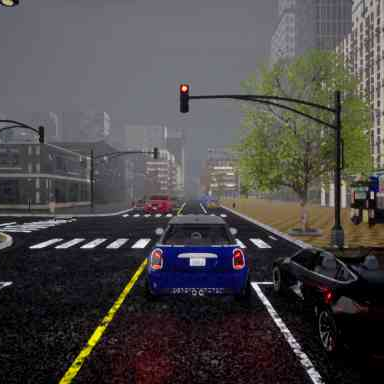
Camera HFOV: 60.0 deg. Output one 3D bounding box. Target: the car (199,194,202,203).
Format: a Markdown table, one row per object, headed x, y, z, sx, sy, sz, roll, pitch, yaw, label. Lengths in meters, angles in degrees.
| x | y | z | sx | sy | sz | roll | pitch | yaw | label |
| --- | --- | --- | --- | --- | --- | --- | --- | --- | --- |
| 2.760 | 1.556 | 60.477 | 2.008 | 1.369 | 4.403 | 0 | 0 | 0 | car |

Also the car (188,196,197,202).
| x | y | z | sx | sy | sz | roll | pitch | yaw | label |
| --- | --- | --- | --- | --- | --- | --- | --- | --- | --- |
| 0.089 | 1.548 | 79.296 | 2.033 | 1.411 | 5.357 | 0 | 0 | 0 | car |

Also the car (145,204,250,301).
| x | y | z | sx | sy | sz | roll | pitch | yaw | label |
| --- | --- | --- | --- | --- | --- | --- | --- | --- | --- |
| 0.110 | 1.353 | 8.462 | 2.097 | 1.767 | 4.553 | 0 | 0 | 0 | car |

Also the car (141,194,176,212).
| x | y | z | sx | sy | sz | roll | pitch | yaw | label |
| --- | --- | --- | --- | --- | --- | --- | --- | --- | --- |
| -3.331 | 1.225 | 34.433 | 2.150 | 2.045 | 5.566 | 0 | 0 | 4 | car |

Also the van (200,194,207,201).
| x | y | z | sx | sy | sz | roll | pitch | yaw | label |
| --- | --- | --- | --- | --- | --- | --- | --- | --- | --- |
| 2.787 | 1.349 | 82.681 | 1.690 | 1.788 | 3.998 | 0 | 0 | 0 | van |

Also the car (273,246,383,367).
| x | y | z | sx | sy | sz | roll | pitch | yaw | label |
| --- | --- | --- | --- | --- | --- | --- | --- | --- | --- |
| 2.700 | 1.566 | 5.795 | 1.947 | 1.339 | 4.313 | 0 | 0 | 0 | car |

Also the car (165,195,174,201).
| x | y | z | sx | sy | sz | roll | pitch | yaw | label |
| --- | --- | --- | --- | --- | --- | --- | --- | --- | --- |
| -5.595 | 1.559 | 82.688 | 2.008 | 1.369 | 4.403 | 0 | 0 | 0 | car |

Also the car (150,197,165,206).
| x | y | z | sx | sy | sz | roll | pitch | yaw | label |
| --- | --- | --- | --- | --- | --- | --- | --- | --- | --- |
| -5.626 | 1.555 | 54.933 | 2.008 | 1.369 | 4.403 | 0 | 0 | 0 | car |

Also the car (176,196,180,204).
| x | y | z | sx | sy | sz | roll | pitch | yaw | label |
| --- | --- | --- | --- | --- | --- | --- | --- | --- | --- |
| -3.041 | 1.529 | 47.114 | 1.812 | 1.442 | 4.674 | 0 | 0 | 0 | car |

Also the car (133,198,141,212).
| x | y | z | sx | sy | sz | roll | pitch | yaw | label |
| --- | --- | --- | --- | --- | --- | --- | --- | --- | --- |
| -5.644 | 1.585 | 38.280 | 1.802 | 1.307 | 4.206 | 0 | 0 | 0 | car |

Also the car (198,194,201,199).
| x | y | z | sx | sy | sz | roll | pitch | yaw | label |
| --- | --- | --- | --- | --- | --- | --- | --- | --- | --- |
| 2.773 | 1.572 | 71.579 | 1.947 | 1.339 | 4.313 | 0 | 0 | 0 | car |

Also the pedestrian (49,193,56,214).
| x | y | z | sx | sy | sz | roll | pitch | yaw | label |
| --- | --- | --- | --- | --- | --- | --- | --- | --- | --- |
| -12.716 | 1.039 | 30.292 | 0.375 | 1.860 | 0.375 | 0 | -1 | -1 | pedestrian |

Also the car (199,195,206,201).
| x | y | z | sx | sy | sz | roll | pitch | yaw | label |
| --- | --- | --- | --- | --- | --- | --- | --- | --- | --- |
| 2.792 | 1.534 | 88.402 | 1.752 | 1.417 | 4.829 | 0 | 0 | 0 | car |

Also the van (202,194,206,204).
| x | y | z | sx | sy | sz | roll | pitch | yaw | label |
| --- | --- | --- | --- | --- | --- | --- | --- | --- | --- |
| 2.749 | 1.345 | 49.375 | 1.690 | 1.788 | 3.998 | 0 | 0 | 0 | van |

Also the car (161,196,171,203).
| x | y | z | sx | sy | sz | roll | pitch | yaw | label |
| --- | --- | --- | --- | --- | --- | --- | --- | --- | --- |
| -5.608 | 1.532 | 71.416 | 1.752 | 1.417 | 4.829 | 0 | 0 | 0 | car |

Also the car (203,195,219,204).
| x | y | z | sx | sy | sz | roll | pitch | yaw | label |
| --- | --- | --- | --- | --- | --- | --- | --- | --- | --- |
| 2.742 | 1.528 | 43.994 | 1.752 | 1.417 | 4.829 | 0 | 0 | 0 | car |

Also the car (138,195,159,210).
| x | y | z | sx | sy | sz | roll | pitch | yaw | label |
| --- | --- | --- | --- | --- | --- | --- | --- | --- | --- |
| -5.637 | 1.318 | 43.831 | 2.192 | 1.841 | 5.009 | 0 | 0 | 0 | car |

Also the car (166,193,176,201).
| x | y | z | sx | sy | sz | roll | pitch | yaw | label |
| --- | --- | --- | --- | --- | --- | --- | --- | --- | --- |
| -5.588 | 1.324 | 88.239 | 2.192 | 1.841 | 5.009 | 0 | 0 | 0 | car |
